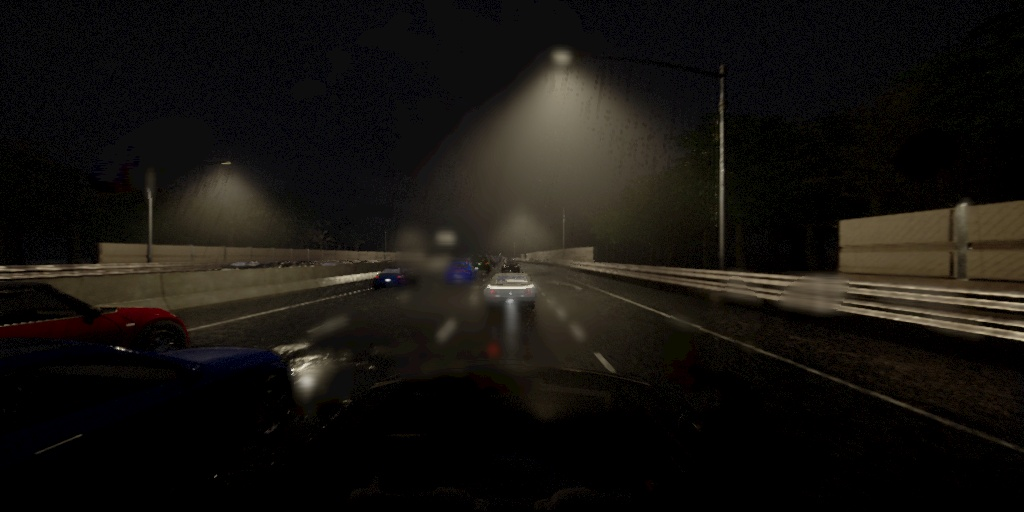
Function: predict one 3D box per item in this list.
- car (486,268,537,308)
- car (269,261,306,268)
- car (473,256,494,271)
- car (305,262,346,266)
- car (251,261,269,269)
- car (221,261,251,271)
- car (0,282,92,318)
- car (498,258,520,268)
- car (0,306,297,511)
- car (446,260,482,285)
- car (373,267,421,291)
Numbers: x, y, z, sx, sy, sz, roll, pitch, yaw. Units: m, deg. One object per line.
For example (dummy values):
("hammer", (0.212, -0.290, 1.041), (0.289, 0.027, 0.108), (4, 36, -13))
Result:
("car", (-0.021, 1.369, 15.167), (1.895, 1.301, 4.718), (0, 0, 0))
("car", (-21.210, 1.308, 35.444), (1.837, 1.490, 4.892), (0, 0, 0))
("car", (-3.686, 1.029, 43.190), (2.150, 2.045, 5.566), (0, 0, 0))
("car", (-17.714, 1.350, 35.511), (2.033, 1.411, 5.357), (0, 0, 0))
("car", (-24.713, 1.314, 38.013), (1.837, 1.490, 4.892), (0, -1, 0))
("car", (-28.209, 1.300, 37.891), (2.128, 1.511, 4.902), (0, 0, 0))
("car", (-7.002, 1.108, 4.696), (2.097, 1.767, 4.553), (0, 0, 0))
("car", (-0.147, 1.292, 38.336), (2.128, 1.511, 4.902), (0, 0, 0))
("car", (-3.501, 1.277, 2.362), (1.812, 1.442, 4.674), (0, 0, 0))
("car", (-3.569, 1.263, 26.358), (1.882, 1.535, 5.008), (0, 0, 0))
("car", (-7.049, 1.344, 22.348), (1.994, 1.385, 4.181), (0, 0, 0))
